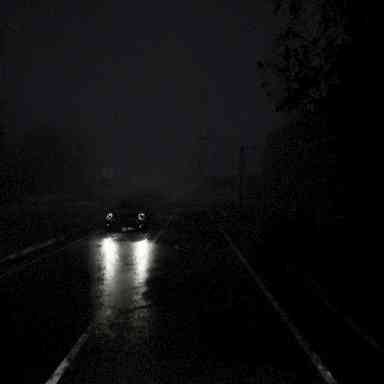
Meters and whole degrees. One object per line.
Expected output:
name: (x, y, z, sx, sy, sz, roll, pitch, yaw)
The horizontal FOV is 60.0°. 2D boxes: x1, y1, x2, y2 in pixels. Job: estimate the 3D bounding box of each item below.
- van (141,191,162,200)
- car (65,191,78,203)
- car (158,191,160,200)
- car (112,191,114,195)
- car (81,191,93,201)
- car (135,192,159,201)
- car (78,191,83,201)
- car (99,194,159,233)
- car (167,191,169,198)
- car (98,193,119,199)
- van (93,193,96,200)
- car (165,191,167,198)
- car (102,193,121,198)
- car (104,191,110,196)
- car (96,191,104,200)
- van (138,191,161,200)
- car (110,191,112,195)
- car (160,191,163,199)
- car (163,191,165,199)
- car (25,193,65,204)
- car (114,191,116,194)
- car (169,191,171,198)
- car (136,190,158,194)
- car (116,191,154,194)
van: (-8.989, 0.731, 74.218, 4.442, 1.987, 1.878, 0, 0, 0)
car: (-21.946, 0.976, 54.605, 5.008, 1.535, 2.097, 0, 0, 0)
car: (-8.867, 0.958, 60.201, 4.892, 1.521, 2.231, 0, 0, 0)
car: (-21.931, 0.992, 79.669, 4.792, 1.488, 2.163, 0, 0, 0)
car: (-21.910, 0.831, 62.960, 4.553, 1.767, 2.185, 0, 0, 0)
car: (-8.832, 0.827, 65.807, 4.553, 1.767, 2.185, 0, 0, 0)
car: (-21.943, 1.007, 57.392, 4.674, 1.452, 2.002, 0, 0, 0)
car: (-3.255, 1.179, 18.174, 2.097, 1.767, 4.553, 0, 1, 0)
car: (-8.910, 0.708, 79.825, 5.566, 2.045, 2.435, 0, 0, 0)
car: (-21.969, 0.973, 88.024, 5.008, 1.535, 2.097, 0, 0, 0)
van: (-22.059, 0.729, 65.741, 4.442, 1.987, 1.878, 0, 0, 0)
car: (-8.872, 0.958, 77.021, 5.008, 1.535, 2.097, 0, 0, 0)
car: (-21.976, 1.018, 90.685, 4.674, 1.452, 2.002, 0, 0, 0)
car: (-21.767, 0.956, 74.098, 5.366, 1.575, 1.946, 0, 0, 0)
car: (-21.946, 0.998, 71.313, 4.674, 1.452, 2.002, 0, 0, 0)
van: (-8.750, 0.728, 68.611, 4.442, 1.987, 1.878, 0, 0, 0)
car: (-21.951, 0.961, 76.884, 5.008, 1.535, 2.097, 0, 0, 0)
car: (-8.890, 0.704, 63.006, 5.566, 2.045, 2.435, 0, 0, 0)
car: (-8.863, 0.957, 71.415, 4.892, 1.521, 2.231, 0, 0, 0)
car: (-21.938, 1.007, 49.037, 5.008, 1.535, 2.097, 0, 0, 0)
car: (-21.994, 0.993, 82.454, 4.792, 1.488, 2.163, 0, 0, 0)
car: (-8.894, 0.976, 91.038, 5.008, 1.535, 2.097, 0, 0, 0)
car: (-8.890, 0.724, 54.596, 5.566, 2.045, 2.435, 0, 0, 0)
car: (-8.856, 0.990, 51.796, 4.892, 1.521, 2.231, 0, 0, 0)
